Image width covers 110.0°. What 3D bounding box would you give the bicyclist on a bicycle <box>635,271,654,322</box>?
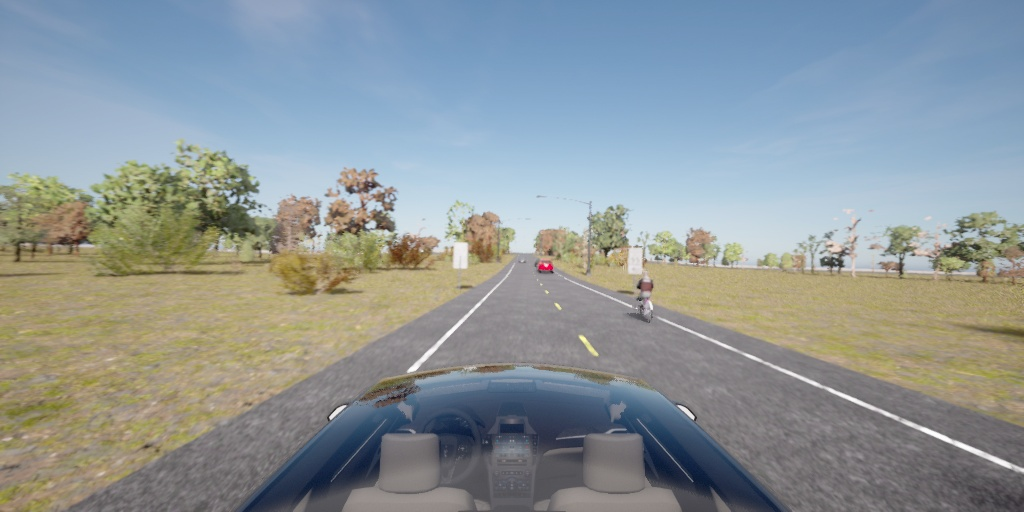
[{"bbox_3d":[4.683,1.402,12.818,0.659,1.776,1.843,2,0,2],"label":"bicyclist on a bicycle"}]

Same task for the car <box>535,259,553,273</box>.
[{"bbox_3d":[5.098,1.474,54.916,2.150,2.045,5.566,2,1,2],"label":"car"}]
